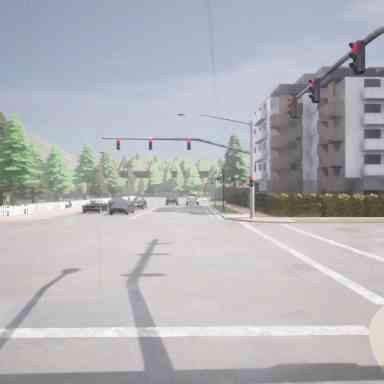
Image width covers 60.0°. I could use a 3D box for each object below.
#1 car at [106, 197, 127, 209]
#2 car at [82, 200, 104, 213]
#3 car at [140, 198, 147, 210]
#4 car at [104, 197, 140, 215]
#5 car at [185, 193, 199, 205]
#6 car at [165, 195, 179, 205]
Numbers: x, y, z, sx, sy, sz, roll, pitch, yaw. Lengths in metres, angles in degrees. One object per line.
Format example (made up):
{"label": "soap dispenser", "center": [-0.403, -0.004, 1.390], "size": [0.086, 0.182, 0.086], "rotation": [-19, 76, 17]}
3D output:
{"label": "car", "center": [-10.517, 1.478, 46.687], "size": [1.882, 1.535, 5.008], "rotation": [0, 0, 0]}
{"label": "car", "center": [-10.535, 1.601, 36.647], "size": [1.895, 1.301, 4.718], "rotation": [0, 0, 0]}
{"label": "car", "center": [-7.033, 1.491, 43.708], "size": [2.128, 1.511, 4.902], "rotation": [0, 0, 0]}
{"label": "car", "center": [-7.049, 1.547, 34.058], "size": [2.033, 1.411, 5.357], "rotation": [0, 0, 1]}
{"label": "car", "center": [0.059, 1.221, 58.096], "size": [2.150, 2.045, 5.566], "rotation": [0, 0, 0]}
{"label": "car", "center": [-3.441, 1.352, 58.025], "size": [2.097, 1.767, 4.553], "rotation": [0, 0, 0]}
